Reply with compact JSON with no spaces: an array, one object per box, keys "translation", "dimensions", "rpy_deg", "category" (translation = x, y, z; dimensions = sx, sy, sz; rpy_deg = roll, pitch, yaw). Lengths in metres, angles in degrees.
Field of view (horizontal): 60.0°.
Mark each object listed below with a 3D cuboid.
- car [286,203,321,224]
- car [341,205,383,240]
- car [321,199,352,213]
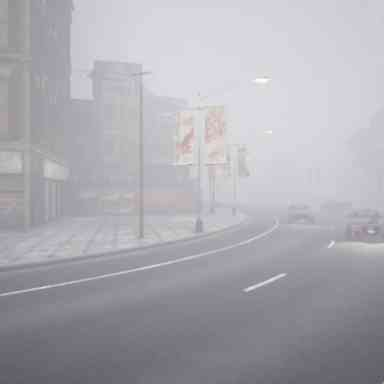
[{"translation":[8.283,1.575,25.607],"dimensions":[2.033,1.411,5.357],"rpy_deg":[0,0,14],"category":"car"},{"translation":[8.758,1.578,16.652],"dimensions":[1.994,1.385,4.181],"rpy_deg":[0,0,23],"category":"car"},{"translation":[16.402,1.514,38.235],"dimensions":[1.882,1.535,5.008],"rpy_deg":[0,0,-3],"category":"car"}]
